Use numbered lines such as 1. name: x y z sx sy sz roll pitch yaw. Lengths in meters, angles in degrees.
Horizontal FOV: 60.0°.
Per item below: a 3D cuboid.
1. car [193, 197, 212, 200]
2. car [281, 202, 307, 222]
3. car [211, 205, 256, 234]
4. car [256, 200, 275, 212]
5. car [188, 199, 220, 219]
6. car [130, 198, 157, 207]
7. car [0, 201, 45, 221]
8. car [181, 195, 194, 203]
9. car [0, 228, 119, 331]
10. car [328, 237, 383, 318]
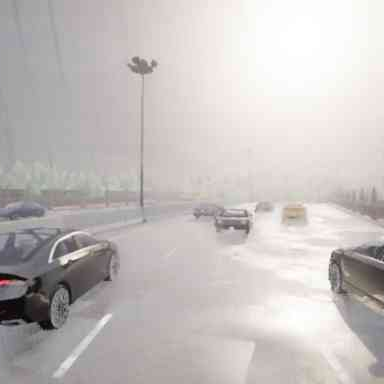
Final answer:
1. car: 2.272 1.559 54.301 1.837 1.490 4.892 0 -1 18
2. car: 8.457 1.538 27.486 1.882 1.535 5.008 0 0 17
3. car: 2.600 1.628 19.700 1.895 1.301 4.718 0 0 13
4. car: 8.808 1.635 40.055 1.994 1.385 4.181 0 0 18
5. car: 1.615 1.577 29.190 2.033 1.411 5.357 0 0 18
6. car: -5.798 1.529 41.001 1.812 1.442 4.674 0 0 18
7. car: -13.839 1.481 26.755 1.812 1.442 4.674 0 0 15
8. car: -0.722 1.331 67.664 1.882 1.535 5.008 0 0 18
9. car: -2.951 1.483 6.889 2.128 1.511 4.902 0 0 4
10. car: 3.973 1.515 5.851 2.128 1.511 4.902 0 0 4
